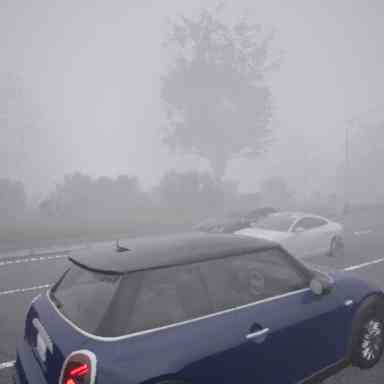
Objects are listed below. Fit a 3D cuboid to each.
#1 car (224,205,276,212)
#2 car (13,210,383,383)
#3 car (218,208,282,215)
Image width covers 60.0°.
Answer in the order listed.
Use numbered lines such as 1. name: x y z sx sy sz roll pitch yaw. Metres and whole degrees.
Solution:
1. car: 2.333 1.335 14.259 4.892 1.490 1.837 -1 1 -35
2. car: 0.444 1.308 4.069 4.553 1.767 2.097 -1 1 -35
3. car: 2.971 1.385 10.414 4.674 1.442 1.812 -1 1 -36
